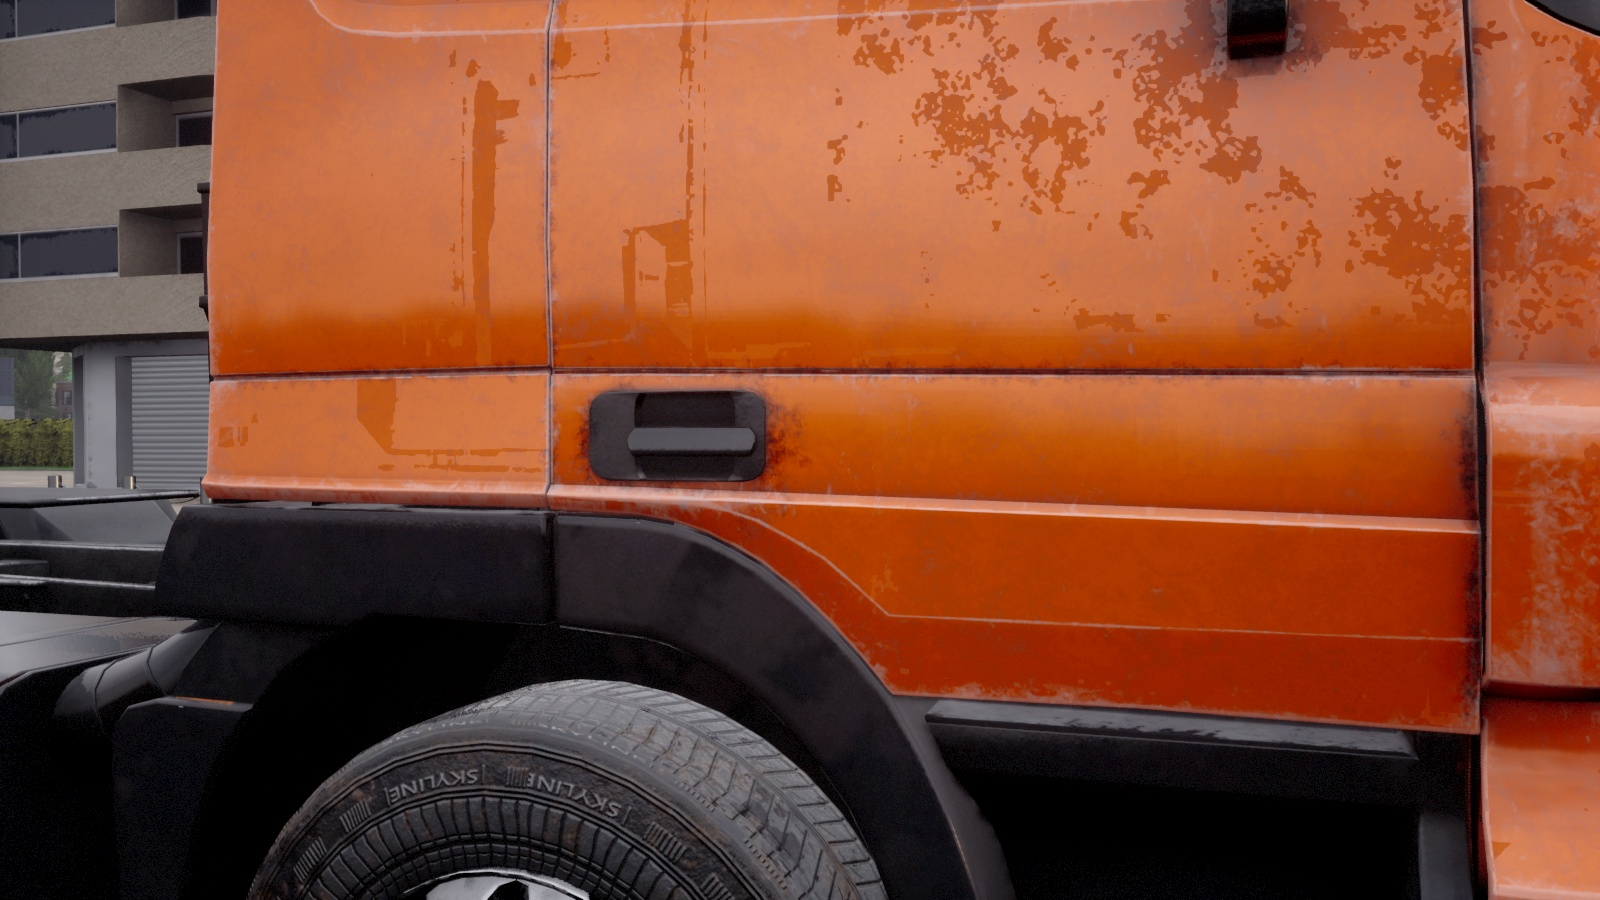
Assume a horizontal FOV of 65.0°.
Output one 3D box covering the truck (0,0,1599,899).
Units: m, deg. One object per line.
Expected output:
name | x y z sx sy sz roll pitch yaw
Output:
truck | -2.190 -0.226 3.922 7.936 3.462 2.891 1 1 19
